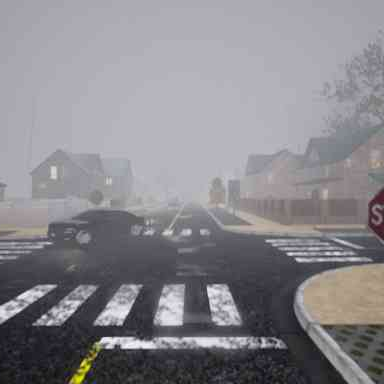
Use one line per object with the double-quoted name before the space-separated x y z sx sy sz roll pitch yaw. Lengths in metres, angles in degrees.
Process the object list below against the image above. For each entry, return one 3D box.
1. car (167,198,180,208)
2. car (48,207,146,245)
"car" -2.798 1.656 52.059 2.033 1.411 5.357 0 0 0
"car" -4.391 1.513 16.018 1.882 1.535 5.008 3 2 35
